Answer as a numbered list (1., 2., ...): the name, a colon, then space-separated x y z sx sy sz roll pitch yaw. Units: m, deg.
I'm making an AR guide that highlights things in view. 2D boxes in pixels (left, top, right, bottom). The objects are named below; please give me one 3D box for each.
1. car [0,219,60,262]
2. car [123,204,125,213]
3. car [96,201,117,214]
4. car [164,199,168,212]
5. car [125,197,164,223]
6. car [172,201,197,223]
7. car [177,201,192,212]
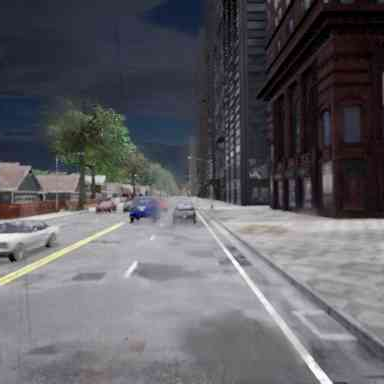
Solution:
1. car: -6.887 1.778 12.950 1.895 1.301 4.718 -1 0 -1
2. car: -7.587 1.871 42.448 1.882 1.535 5.008 -1 0 -2
3. car: -10.835 1.917 42.361 1.882 1.535 5.008 -1 0 -2
4. car: -4.324 1.686 44.926 2.097 1.767 4.553 -1 0 -1
5. car: -3.881 1.449 28.114 2.150 2.045 5.566 -1 0 -1
6. car: -0.606 1.667 27.247 2.128 1.511 4.902 -1 0 -1
7. car: -1.068 1.889 44.993 1.895 1.301 4.718 -1 0 -1
